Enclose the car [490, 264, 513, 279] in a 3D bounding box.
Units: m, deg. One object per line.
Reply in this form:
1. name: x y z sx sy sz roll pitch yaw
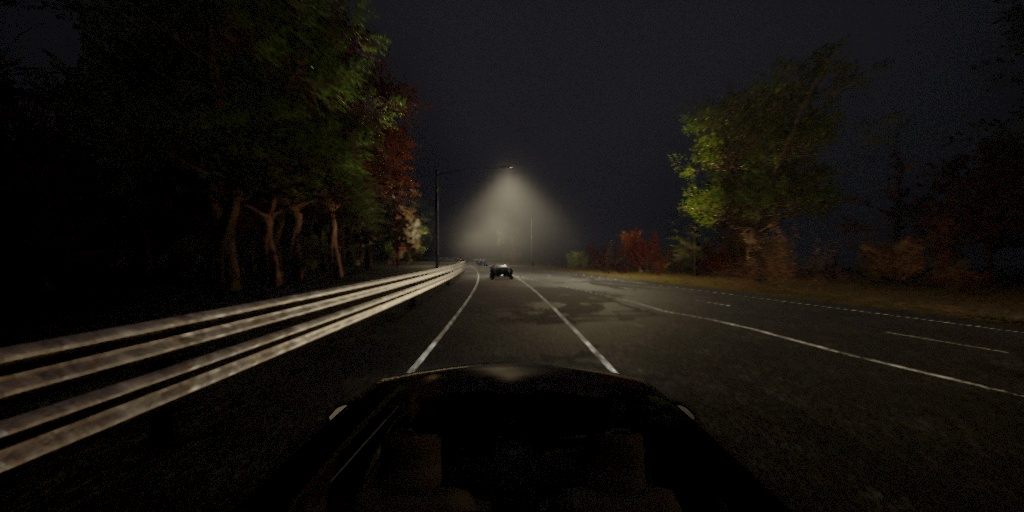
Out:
1. car: -1.063 1.345 32.973 1.895 1.301 4.718 0 0 -5
